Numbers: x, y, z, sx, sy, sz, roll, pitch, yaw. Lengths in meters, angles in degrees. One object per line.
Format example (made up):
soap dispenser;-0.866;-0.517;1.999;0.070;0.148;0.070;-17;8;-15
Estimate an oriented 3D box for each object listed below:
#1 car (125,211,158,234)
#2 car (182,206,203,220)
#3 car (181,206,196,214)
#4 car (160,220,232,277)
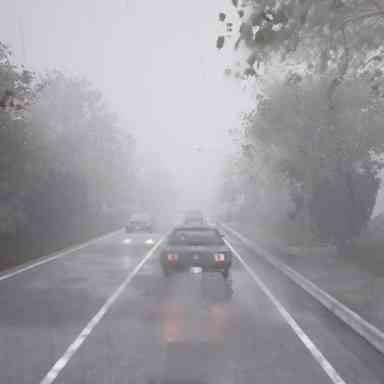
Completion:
car;-3.531;2.141;24.022;1.812;1.442;4.674;0;-2;0
car;0.208;2.523;34.715;2.033;1.411;5.357;0;-2;1
car;-0.645;3.456;65.046;1.882;1.535;5.008;0;-2;12
car;0.119;1.774;10.760;1.895;1.301;4.718;0;-2;0
